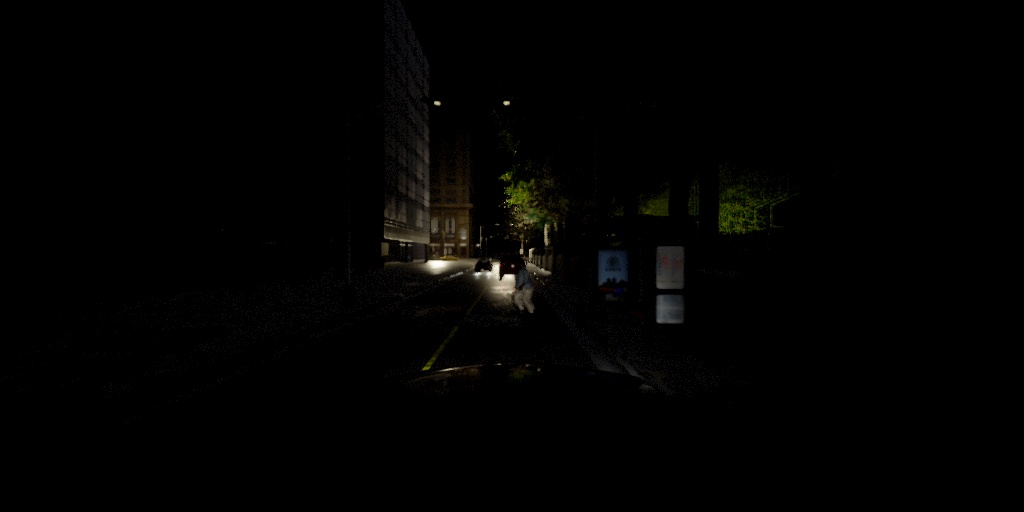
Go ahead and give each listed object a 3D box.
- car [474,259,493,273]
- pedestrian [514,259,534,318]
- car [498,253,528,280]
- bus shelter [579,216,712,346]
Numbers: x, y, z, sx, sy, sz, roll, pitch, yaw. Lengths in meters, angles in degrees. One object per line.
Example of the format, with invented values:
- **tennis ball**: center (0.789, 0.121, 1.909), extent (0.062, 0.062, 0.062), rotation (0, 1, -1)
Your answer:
- **car**: center (-3.094, 1.056, 40.060), extent (2.033, 1.411, 5.357), rotation (0, 0, 0)
- **pedestrian**: center (0.361, 0.985, 11.116), extent (0.375, 1.860, 0.375), rotation (0, 0, -15)
- **car**: center (0.078, 0.803, 29.088), extent (2.150, 2.045, 5.566), rotation (0, 1, 0)
- **bus shelter**: center (3.134, 0.577, 9.301), extent (1.920, 2.740, 3.880), rotation (0, 0, 0)
